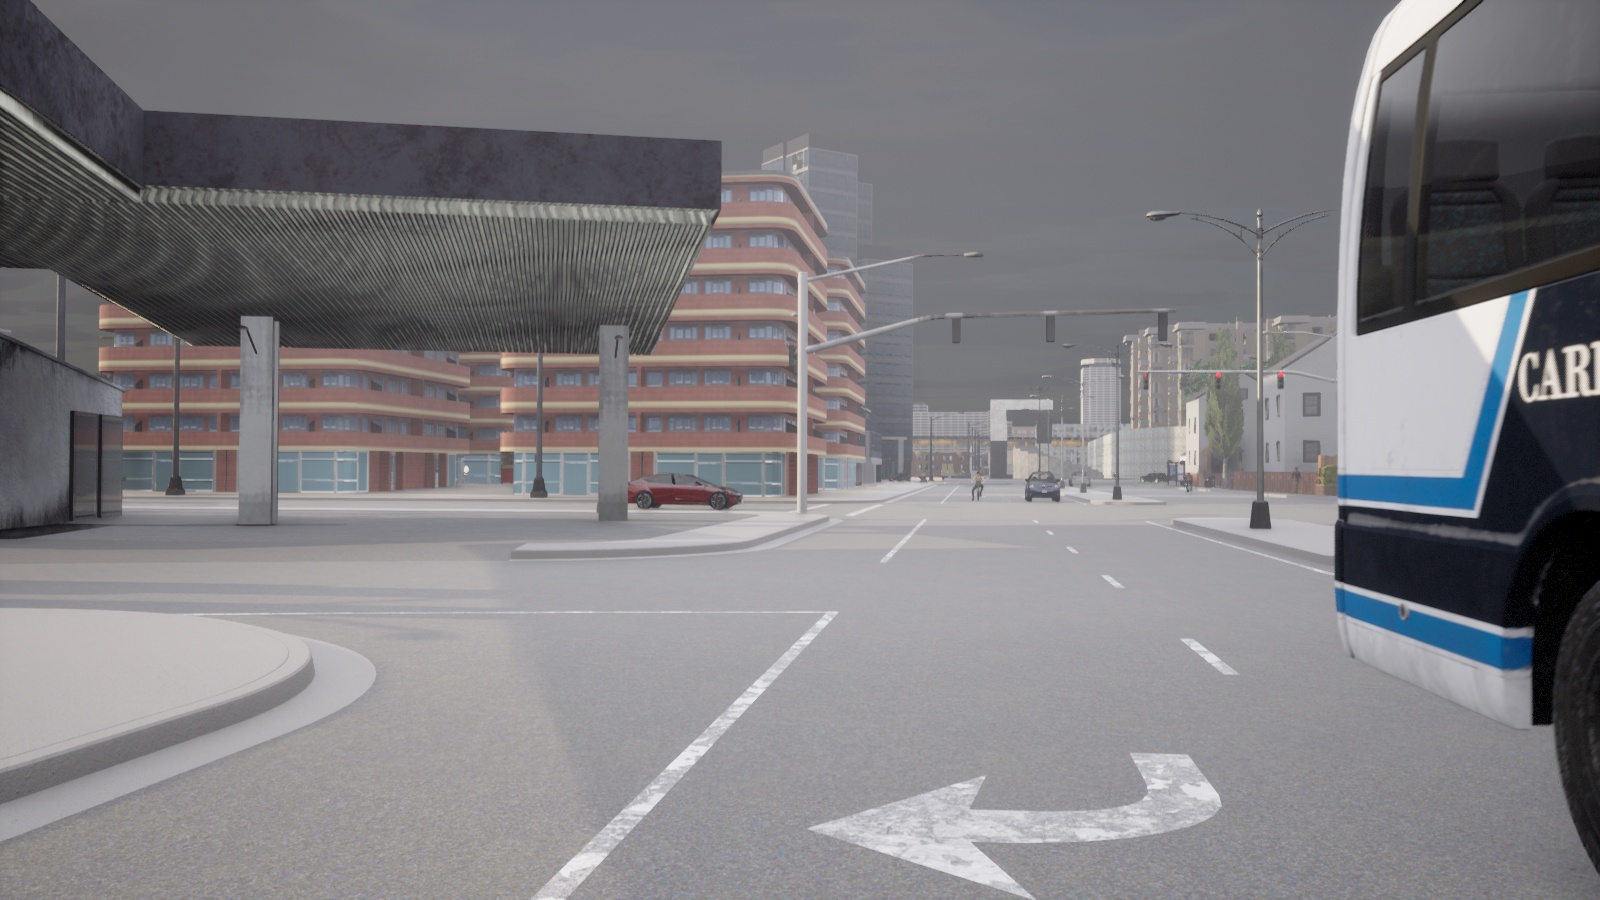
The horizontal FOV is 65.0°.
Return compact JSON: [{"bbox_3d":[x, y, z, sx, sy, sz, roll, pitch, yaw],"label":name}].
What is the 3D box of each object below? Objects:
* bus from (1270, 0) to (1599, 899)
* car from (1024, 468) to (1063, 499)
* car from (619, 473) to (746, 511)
[{"bbox_3d":[4.141,-0.552,1.564,3.944,4.253,10.273,-1,-1,5],"label":"bus"},{"bbox_3d":[13.059,1.803,67.601,1.851,1.617,3.988,0,-1,8],"label":"car"},{"bbox_3d":[-4.718,1.694,50.993,4.792,1.488,2.163,0,-1,7],"label":"car"}]
